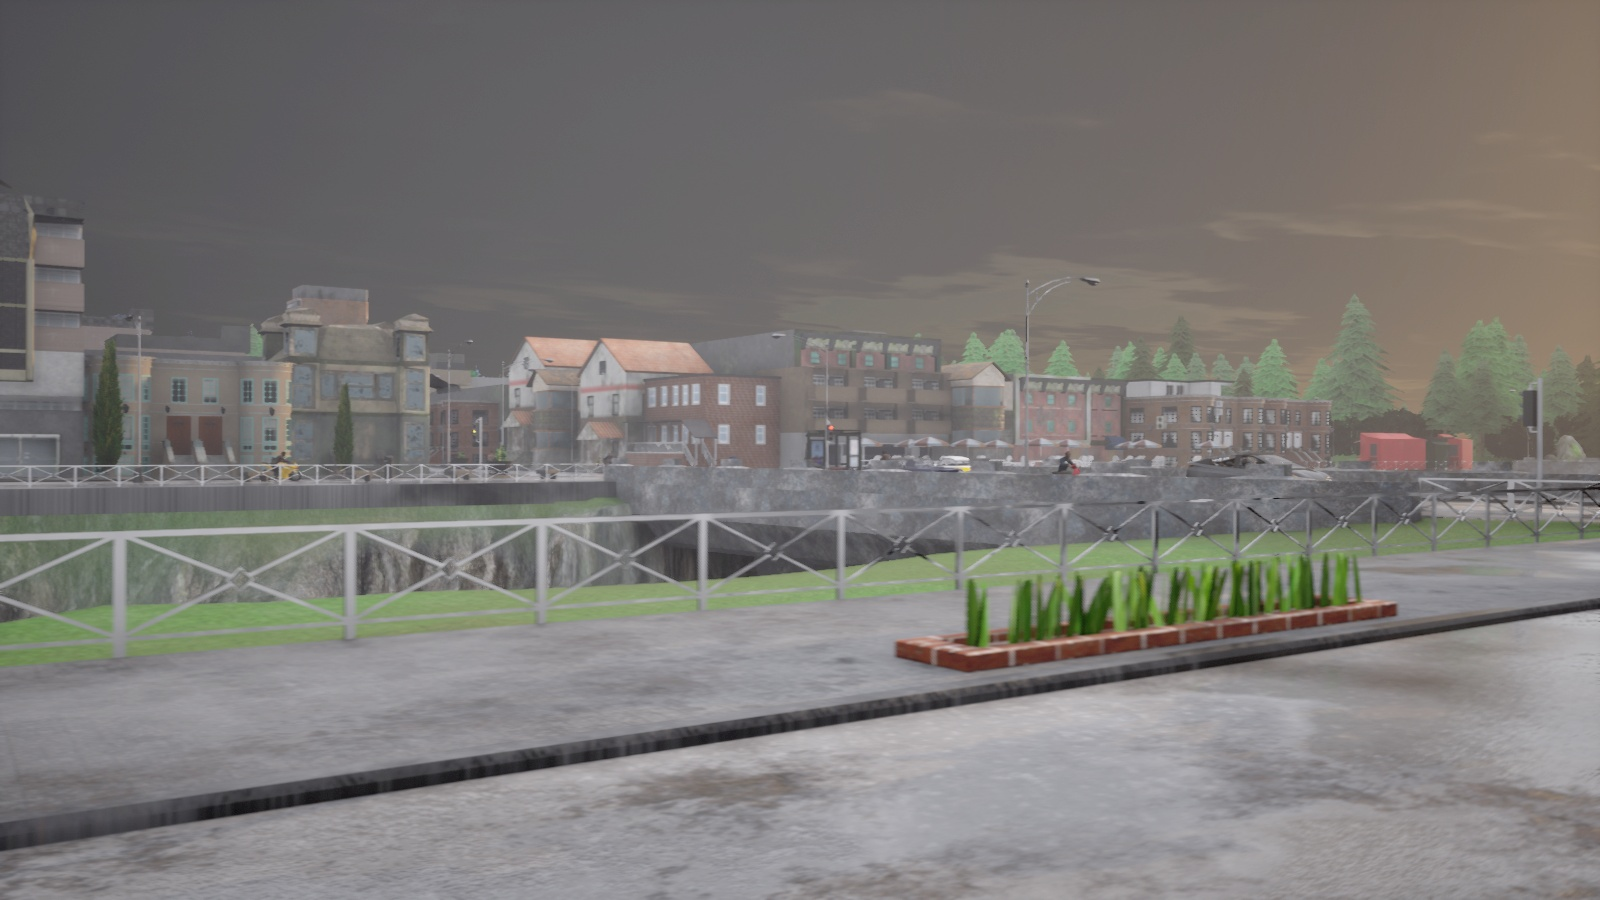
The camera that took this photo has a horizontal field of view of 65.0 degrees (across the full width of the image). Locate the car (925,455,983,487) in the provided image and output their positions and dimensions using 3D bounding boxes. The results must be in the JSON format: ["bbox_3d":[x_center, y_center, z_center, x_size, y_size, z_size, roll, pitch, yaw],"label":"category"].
[{"bbox_3d":[6.901,0.923,56.335,1.481,1.376,2.207,0,0,-35],"label":"car"}]

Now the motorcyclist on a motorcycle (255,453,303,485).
[{"bbox_3d":[-25.572,0.932,61.669,2.044,1.523,0.797,0,0,-35],"label":"motorcyclist on a motorcycle"}]

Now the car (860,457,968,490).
[{"bbox_3d":[4.695,0.964,52.504,1.895,1.301,4.718,0,0,-35],"label":"car"}]

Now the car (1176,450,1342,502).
[{"bbox_3d":[14.165,0.757,38.980,2.007,1.525,4.514,0,0,-34],"label":"car"}]
